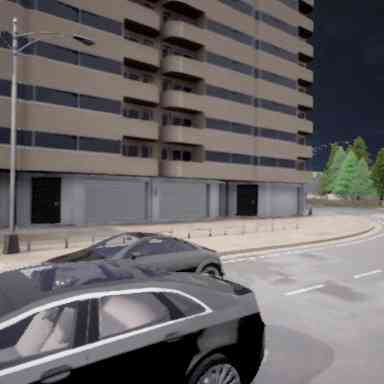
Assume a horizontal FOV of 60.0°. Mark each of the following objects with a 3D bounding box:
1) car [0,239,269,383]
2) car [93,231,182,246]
[{"bbox_3d":[-1.419,1.500,3.028,4.902,1.511,2.128,1,-1,-36],"label":"car"},{"bbox_3d":[-1.279,1.609,7.426,4.181,1.385,1.994,1,-1,-36],"label":"car"}]
